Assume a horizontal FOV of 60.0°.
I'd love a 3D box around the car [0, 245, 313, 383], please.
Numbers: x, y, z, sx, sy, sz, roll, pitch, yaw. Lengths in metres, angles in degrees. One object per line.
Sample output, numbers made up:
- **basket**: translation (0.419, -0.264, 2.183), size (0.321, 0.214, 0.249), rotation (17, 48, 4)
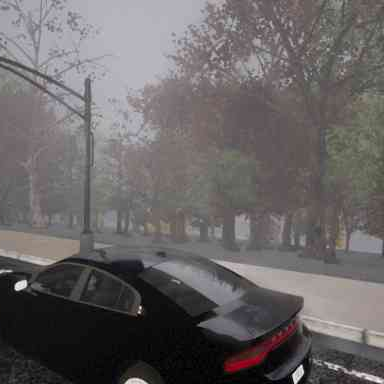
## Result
- **car**: translation (-1.034, 1.477, 4.477), size (5.008, 1.535, 1.882), rotation (0, 0, 36)
